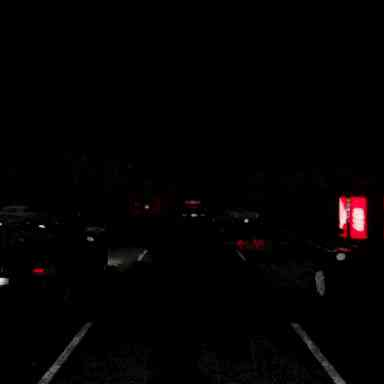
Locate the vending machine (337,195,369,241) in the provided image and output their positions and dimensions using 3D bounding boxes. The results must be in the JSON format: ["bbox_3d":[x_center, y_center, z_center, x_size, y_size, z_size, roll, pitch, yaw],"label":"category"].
[{"bbox_3d":[7.557,1.195,15.636,1.100,2.100,0.880,0,0,0],"label":"vending machine"}]

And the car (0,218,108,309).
[{"bbox_3d":[-3.419,1.565,7.947,1.994,1.385,4.181,0,0,0],"label":"car"}]

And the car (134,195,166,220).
[{"bbox_3d":[-3.420,1.224,27.947,2.150,2.045,5.566,0,0,0],"label":"car"}]

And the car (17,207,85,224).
[{"bbox_3d":[-6.914,1.566,17.301,1.994,1.385,4.181,0,0,0],"label":"car"}]

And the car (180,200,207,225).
[{"bbox_3d":[0.083,1.549,24.022,2.033,1.411,5.357,0,0,0],"label":"car"}]

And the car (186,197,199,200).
[{"bbox_3d":[0.070,1.355,42.020,2.097,1.767,4.553,0,0,0],"label":"car"}]

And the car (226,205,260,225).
[{"bbox_3d":[3.582,1.601,24.143,1.895,1.301,4.718,0,0,0],"label":"car"}]

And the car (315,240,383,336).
[{"bbox_3d":[3.591,1.477,5.273,1.882,1.535,5.008,0,0,0],"label":"car"}]

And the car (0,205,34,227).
[{"bbox_3d":[-10.414,1.529,20.430,1.812,1.442,4.674,0,0,0],"label":"car"}]
